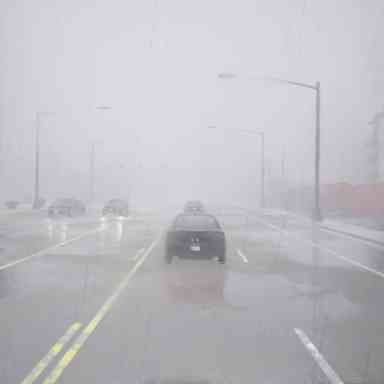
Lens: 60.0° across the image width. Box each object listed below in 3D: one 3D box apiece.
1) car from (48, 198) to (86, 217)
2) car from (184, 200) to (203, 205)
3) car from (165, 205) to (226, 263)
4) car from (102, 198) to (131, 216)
[{"bbox_3d":[-10.476,1.287,28.177,2.128,1.511,4.902,1,0,1],"label":"car"},{"bbox_3d":[0.220,1.474,31.004,2.033,1.411,5.357,1,0,0],"label":"car"},{"bbox_3d":[0.118,1.450,11.932,1.882,1.535,5.008,1,0,0],"label":"car"},{"bbox_3d":[-6.949,1.341,30.859,1.837,1.490,4.892,1,0,1],"label":"car"}]
